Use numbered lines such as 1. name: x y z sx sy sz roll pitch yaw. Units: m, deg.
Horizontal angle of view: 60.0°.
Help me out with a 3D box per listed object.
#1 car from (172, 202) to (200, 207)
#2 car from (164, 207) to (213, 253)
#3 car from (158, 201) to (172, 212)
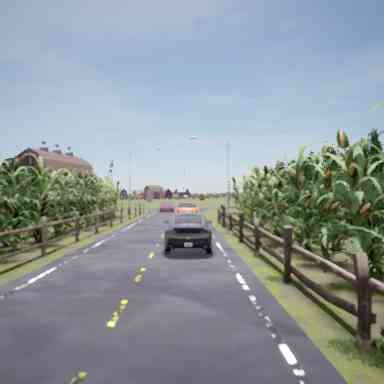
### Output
1. car: -0.405 1.632 29.130 2.097 1.767 4.553 0 -1 -1
2. car: -0.164 1.647 14.348 1.837 1.490 4.892 0 0 -1
3. car: -3.425 1.966 45.498 1.812 1.442 4.674 0 -1 -1
